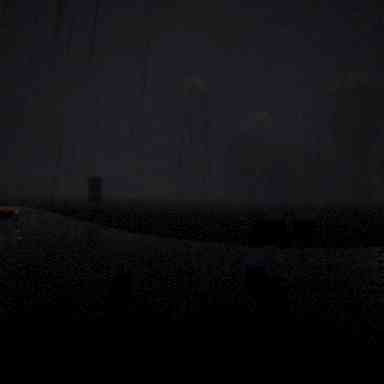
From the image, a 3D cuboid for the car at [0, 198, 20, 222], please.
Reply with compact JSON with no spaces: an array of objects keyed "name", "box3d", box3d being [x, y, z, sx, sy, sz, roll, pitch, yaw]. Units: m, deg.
[{"name":"car","box3d":[-13.173,1.193,22.806,1.882,1.535,5.008,-1,1,-36]}]
